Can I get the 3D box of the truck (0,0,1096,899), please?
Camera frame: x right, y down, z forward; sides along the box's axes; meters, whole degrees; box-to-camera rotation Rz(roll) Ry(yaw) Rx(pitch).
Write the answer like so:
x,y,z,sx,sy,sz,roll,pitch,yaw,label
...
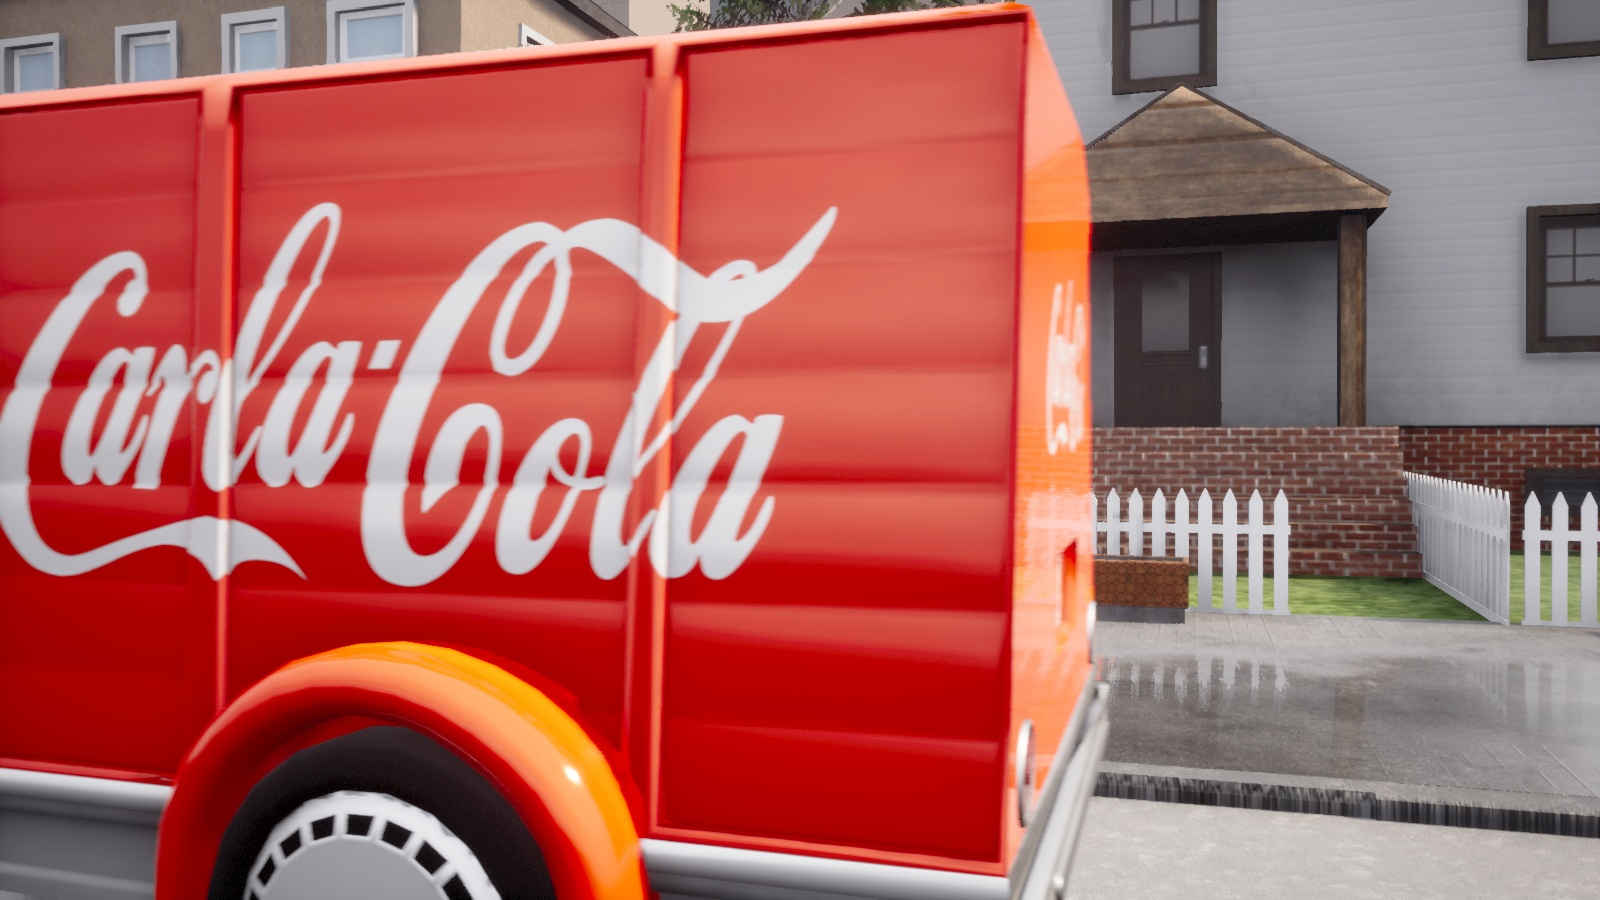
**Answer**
x,y,z,sx,sy,sz,roll,pitch,yaw,label
-1.782,0.266,4.197,5.204,2.467,2.627,0,1,17,truck
